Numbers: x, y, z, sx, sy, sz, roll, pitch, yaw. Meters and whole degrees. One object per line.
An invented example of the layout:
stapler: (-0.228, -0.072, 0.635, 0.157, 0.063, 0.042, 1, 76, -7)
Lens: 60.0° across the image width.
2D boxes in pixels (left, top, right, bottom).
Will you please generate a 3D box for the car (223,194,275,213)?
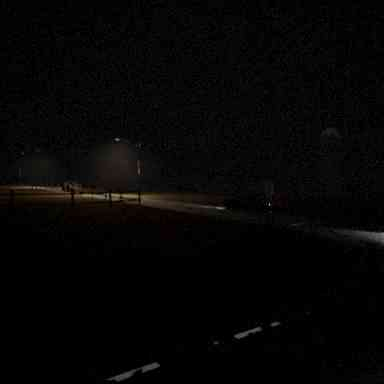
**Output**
car: (4.414, 0.823, 26.121, 1.994, 1.385, 4.181, 2, 1, -40)

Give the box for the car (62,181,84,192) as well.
car: (-18.051, -0.880, 50.414, 2.097, 1.767, 4.553, 1, 2, -36)
